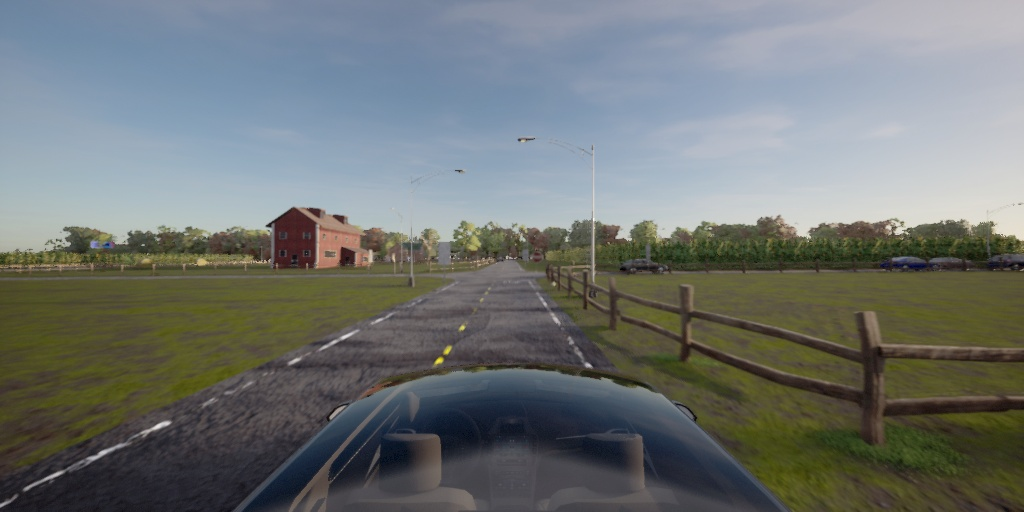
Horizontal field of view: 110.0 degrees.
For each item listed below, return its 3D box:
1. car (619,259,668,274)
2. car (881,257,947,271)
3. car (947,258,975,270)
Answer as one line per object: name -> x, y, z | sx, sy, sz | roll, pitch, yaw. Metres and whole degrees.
car -> 13.884, 1.106, 37.975 | 4.892, 1.490, 1.837 | -1, -1, 0
car -> 42.229, 0.829, 38.022 | 5.008, 1.535, 1.882 | 0, -1, 0
car -> 49.077, 0.884, 40.824 | 5.357, 1.411, 2.033 | -1, -1, 0
